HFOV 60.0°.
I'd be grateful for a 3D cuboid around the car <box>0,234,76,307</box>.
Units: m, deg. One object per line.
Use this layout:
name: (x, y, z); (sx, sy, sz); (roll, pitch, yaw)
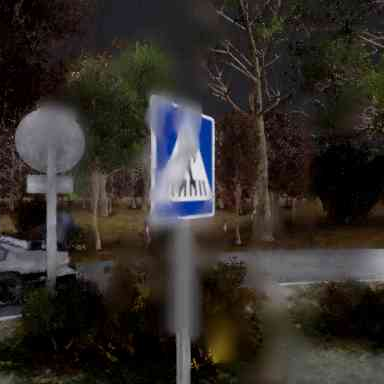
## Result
car: (-5.182, 1.558, 6.709); (5.357, 1.411, 2.033); (-1, 0, -24)
